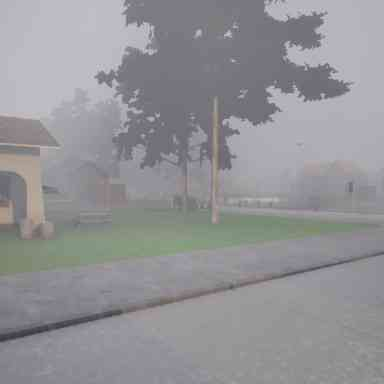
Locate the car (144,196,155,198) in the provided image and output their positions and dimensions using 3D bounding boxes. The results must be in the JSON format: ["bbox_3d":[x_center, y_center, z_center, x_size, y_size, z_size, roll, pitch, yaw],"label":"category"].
[{"bbox_3d":[-8.966,1.526,69.253,1.812,1.442,4.674,0,0,-36],"label":"car"}]
